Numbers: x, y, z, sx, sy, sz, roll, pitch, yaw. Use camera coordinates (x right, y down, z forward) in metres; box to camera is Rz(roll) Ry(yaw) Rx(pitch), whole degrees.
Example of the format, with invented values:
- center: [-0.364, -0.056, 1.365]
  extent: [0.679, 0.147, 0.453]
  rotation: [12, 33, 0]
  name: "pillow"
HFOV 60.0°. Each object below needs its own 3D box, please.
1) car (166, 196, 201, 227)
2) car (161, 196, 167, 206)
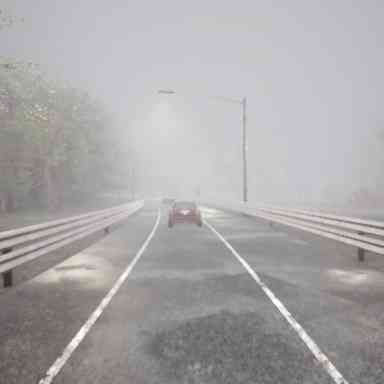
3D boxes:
- center: [-0.577, 1.359, 23.048]
  extent: [2.097, 1.767, 4.553]
  rotation: [0, 0, -4]
  name: "car"
- center: [-4.061, 1.462, 55.797]
  extent: [1.882, 1.535, 5.008]
  rotation: [0, 0, -9]
  name: "car"
